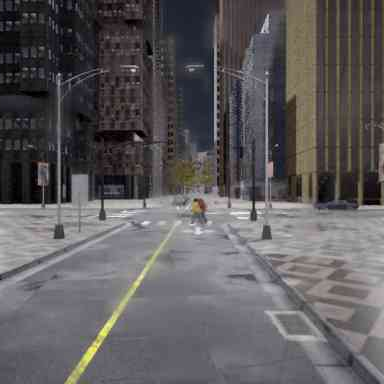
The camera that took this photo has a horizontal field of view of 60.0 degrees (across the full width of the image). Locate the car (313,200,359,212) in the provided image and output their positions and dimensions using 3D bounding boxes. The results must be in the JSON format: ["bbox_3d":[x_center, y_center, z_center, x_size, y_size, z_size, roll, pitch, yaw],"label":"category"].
[{"bbox_3d":[16.646,1.604,38.700,4.718,1.301,1.895,0,0,1],"label":"car"}]

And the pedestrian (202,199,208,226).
[{"bbox_3d":[0.714,1.291,22.416,0.375,1.860,0.375,0,0,1],"label":"pedestrian"}]

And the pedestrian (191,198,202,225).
[{"bbox_3d":[0.291,1.291,21.846,0.375,1.860,0.375,0,0,1],"label":"pedestrian"}]

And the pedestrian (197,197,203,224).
[{"bbox_3d":[0.555,1.291,23.070,0.375,1.860,0.375,0,0,1],"label":"pedestrian"}]

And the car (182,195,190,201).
[{"bbox_3d":[-1.527,1.478,85.024,1.837,1.490,4.892,0,0,1],"label":"car"}]

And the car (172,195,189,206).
[{"bbox_3d":[-2.109,1.345,54.688,2.097,1.767,4.553,0,0,1],"label":"car"}]
